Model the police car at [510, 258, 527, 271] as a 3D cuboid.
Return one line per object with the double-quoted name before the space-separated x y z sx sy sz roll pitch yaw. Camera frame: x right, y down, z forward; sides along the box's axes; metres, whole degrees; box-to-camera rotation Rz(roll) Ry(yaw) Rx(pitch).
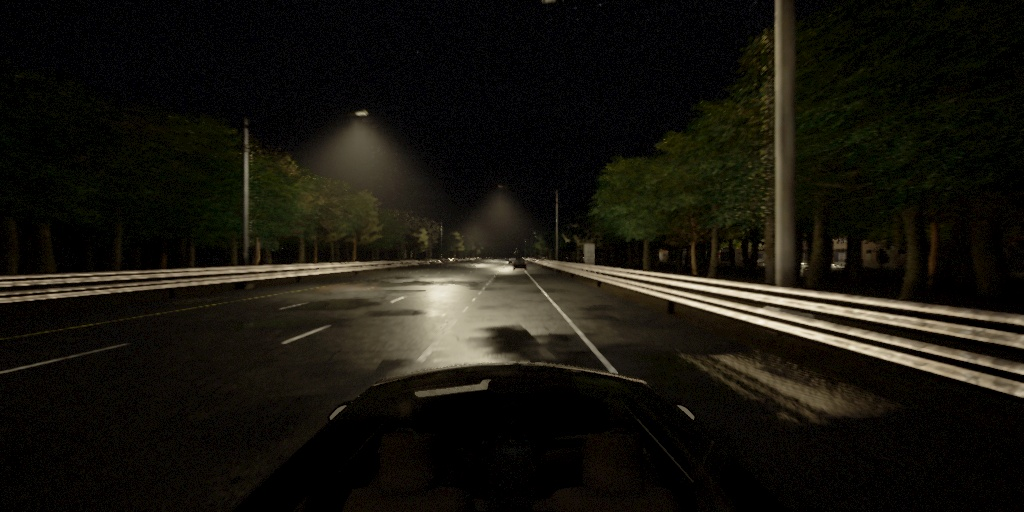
"police car" 1.081 1.195 51.023 1.930 1.638 5.238 0 0 0
